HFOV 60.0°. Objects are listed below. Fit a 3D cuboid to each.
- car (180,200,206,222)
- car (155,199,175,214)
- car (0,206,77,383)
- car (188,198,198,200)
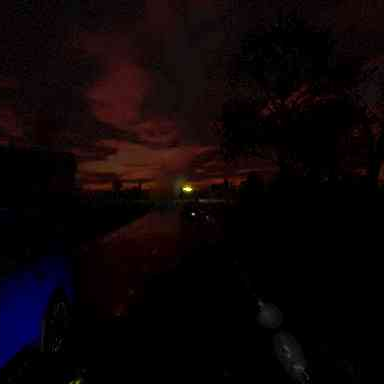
[{"bbox_3d":[0.097,1.593,26.356,1.994,1.385,4.181,0,0,0],"label":"car"},{"bbox_3d":[-2.849,1.512,35.985,1.882,1.535,5.008,0,0,0],"label":"car"},{"bbox_3d":[-2.842,1.224,2.931,2.150,2.045,5.566,0,0,0],"label":"car"},{"bbox_3d":[0.095,1.563,43.087,1.812,1.442,4.674,0,0,0],"label":"car"}]
